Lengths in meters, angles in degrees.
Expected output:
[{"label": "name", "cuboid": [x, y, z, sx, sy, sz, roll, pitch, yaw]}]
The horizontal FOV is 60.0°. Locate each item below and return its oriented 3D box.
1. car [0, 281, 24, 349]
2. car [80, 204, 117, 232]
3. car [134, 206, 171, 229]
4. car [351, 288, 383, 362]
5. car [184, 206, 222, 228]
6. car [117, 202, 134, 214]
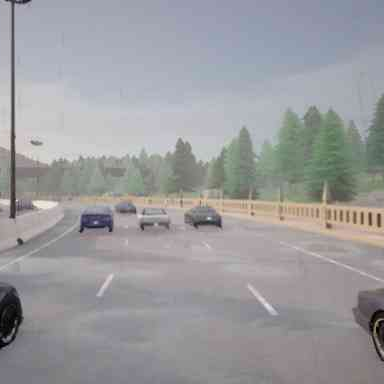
[{"label": "car", "cuboid": [-3.651, 1.600, 3.663, 1.994, 1.385, 4.181, 0, 0, -2]}, {"label": "car", "cuboid": [-6.000, 1.616, 21.331, 1.882, 1.535, 5.008, 0, 0, -12]}, {"label": "car", "cuboid": [-2.697, 1.732, 22.667, 1.895, 1.301, 4.718, 0, 0, -13]}, {"label": "car", "cuboid": [3.450, 1.547, 2.682, 2.033, 1.411, 5.357, 0, 0, -2]}, {"label": "car", "cuboid": [0.671, 1.684, 23.423, 1.994, 1.385, 4.181, 0, 0, -12]}, {"label": "car", "cuboid": [-7.782, 1.802, 38.755, 1.994, 1.385, 4.181, 0, 0, -21]}]
